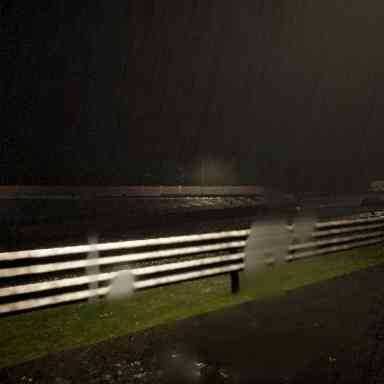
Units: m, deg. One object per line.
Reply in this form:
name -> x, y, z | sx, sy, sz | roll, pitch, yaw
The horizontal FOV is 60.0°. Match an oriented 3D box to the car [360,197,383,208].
car -> 29.836, 1.565, 54.619 | 4.553, 1.767, 2.097 | -3, 2, -29
